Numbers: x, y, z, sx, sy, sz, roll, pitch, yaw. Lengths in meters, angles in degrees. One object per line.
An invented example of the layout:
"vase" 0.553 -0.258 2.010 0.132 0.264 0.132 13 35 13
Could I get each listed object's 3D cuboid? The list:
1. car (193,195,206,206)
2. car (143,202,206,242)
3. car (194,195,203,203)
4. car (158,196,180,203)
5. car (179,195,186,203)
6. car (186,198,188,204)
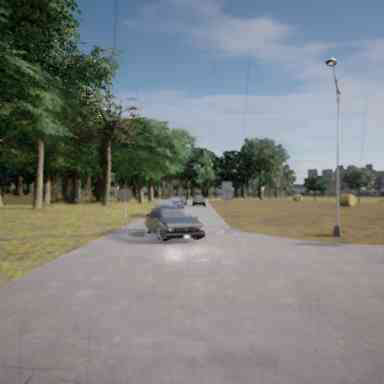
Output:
"car" 1.100 1.398 51.979 1.994 1.385 4.181 0 0 1
"car" -1.074 1.448 16.245 2.033 1.411 5.357 0 0 -19
"car" 1.305 1.374 67.225 1.837 1.490 4.892 0 0 1
"car" -2.273 1.382 28.777 1.812 1.442 4.674 0 0 1
"car" -2.045 1.366 41.366 1.812 1.442 4.674 0 0 1
"car" -1.749 1.326 54.056 2.128 1.511 4.902 0 0 2
